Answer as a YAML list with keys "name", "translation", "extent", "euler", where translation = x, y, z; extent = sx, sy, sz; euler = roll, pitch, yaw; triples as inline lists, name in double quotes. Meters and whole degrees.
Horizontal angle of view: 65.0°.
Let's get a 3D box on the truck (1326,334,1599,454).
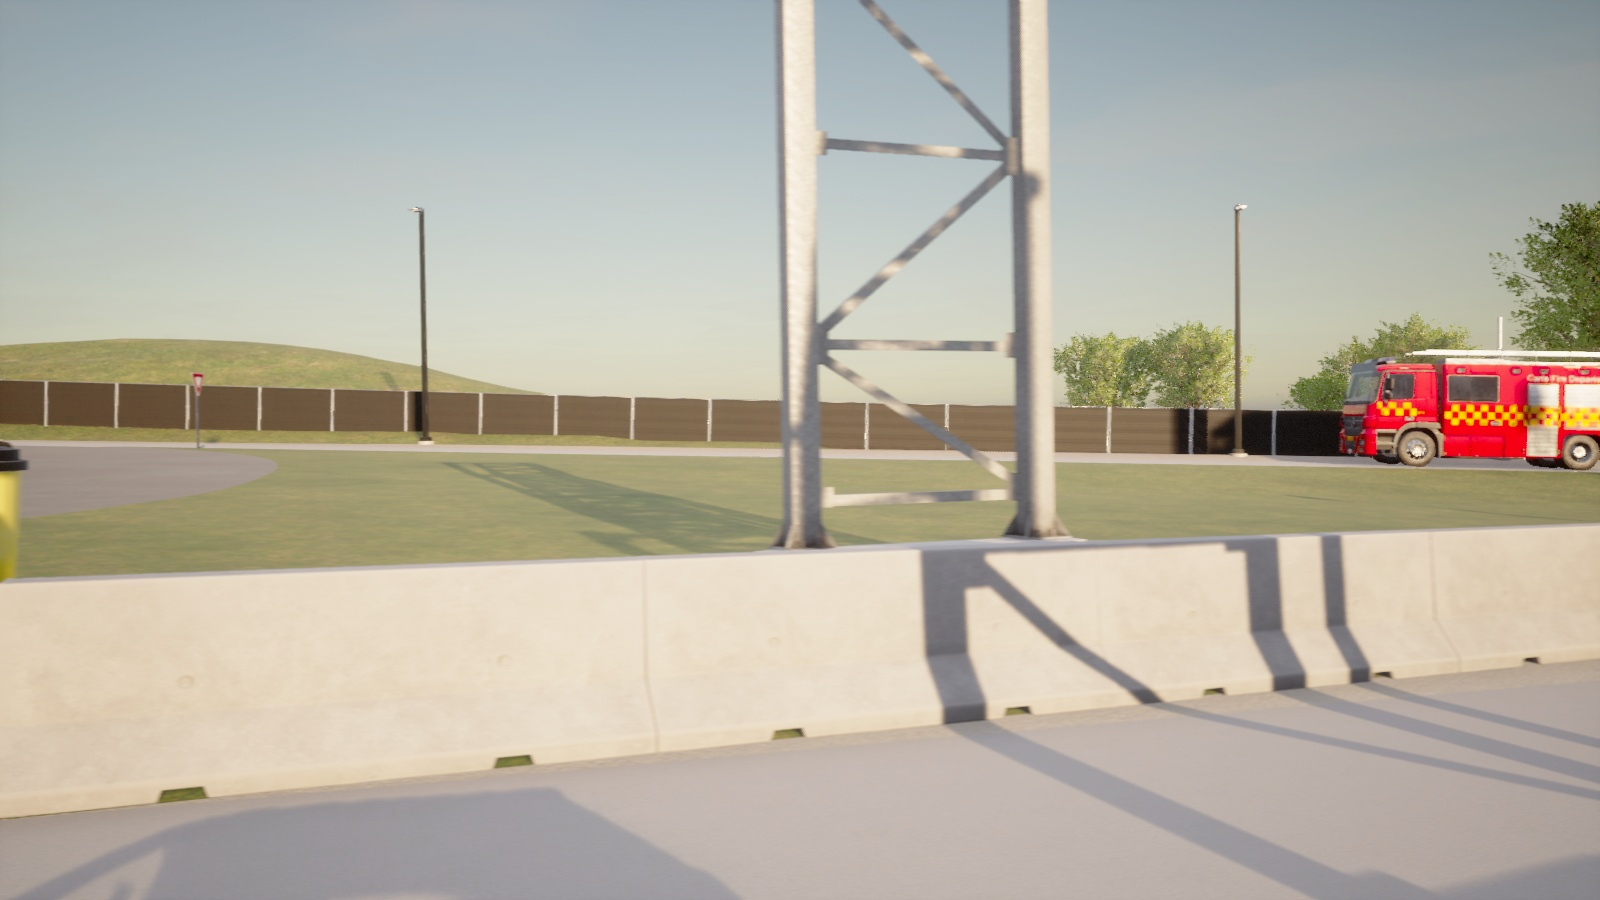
- name: "truck"
  translation: [22.312, -1.816, 41.638]
  extent: [8.468, 3.827, 2.891]
  euler: [0, 2, 6]
